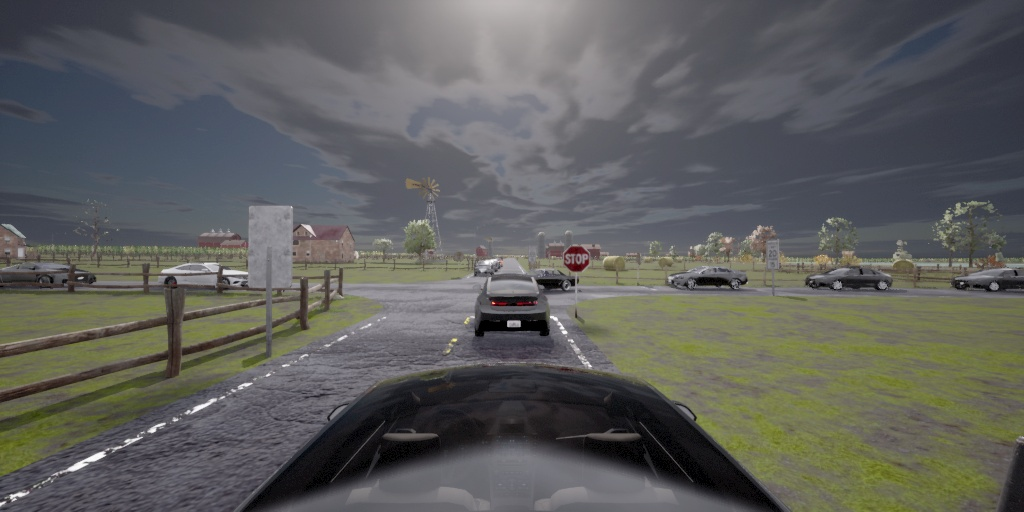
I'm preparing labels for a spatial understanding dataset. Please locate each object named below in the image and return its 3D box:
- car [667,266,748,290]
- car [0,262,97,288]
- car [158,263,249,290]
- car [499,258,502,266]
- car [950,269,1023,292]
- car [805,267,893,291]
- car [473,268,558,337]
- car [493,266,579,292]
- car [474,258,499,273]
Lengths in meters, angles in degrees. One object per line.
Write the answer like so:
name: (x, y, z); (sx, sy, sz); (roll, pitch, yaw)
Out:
car: (12.819, 1.397, 23.621); (4.902, 1.511, 2.128); (1, -1, -2)
car: (-26.346, 1.048, 20.218); (4.181, 1.385, 1.994); (1, -1, -1)
car: (-17.226, 1.103, 20.332); (4.674, 1.442, 1.812); (1, -1, -1)
car: (-2.809, 1.241, 46.494); (2.128, 1.511, 4.902); (0, 0, 0)
car: (32.368, 1.591, 23.902); (4.892, 1.490, 1.837); (0, -1, -1)
car: (22.234, 1.500, 23.783); (4.892, 1.490, 1.837); (1, -1, -1)
car: (-0.065, 1.256, 10.359); (1.837, 1.490, 4.892); (0, 0, -3)
car: (1.517, 1.369, 20.403); (4.718, 1.301, 1.895); (1, 0, -35)
car: (-2.825, 1.243, 37.048); (2.128, 1.511, 4.902); (0, 0, 0)
